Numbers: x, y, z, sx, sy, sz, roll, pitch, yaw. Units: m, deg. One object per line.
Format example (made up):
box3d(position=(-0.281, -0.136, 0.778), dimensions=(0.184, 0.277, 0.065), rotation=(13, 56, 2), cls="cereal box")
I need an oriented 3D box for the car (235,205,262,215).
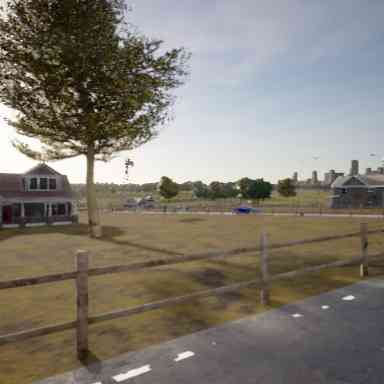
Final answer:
box3d(position=(9.229, 2.912, 54.667), dimensions=(1.882, 1.535, 5.008), rotation=(0, -2, -35), cls="car")
